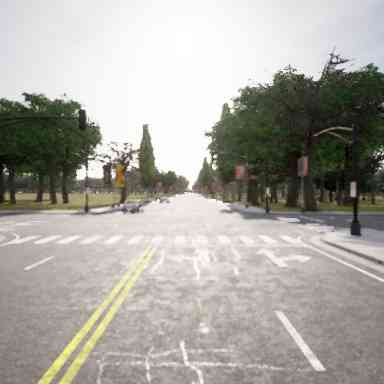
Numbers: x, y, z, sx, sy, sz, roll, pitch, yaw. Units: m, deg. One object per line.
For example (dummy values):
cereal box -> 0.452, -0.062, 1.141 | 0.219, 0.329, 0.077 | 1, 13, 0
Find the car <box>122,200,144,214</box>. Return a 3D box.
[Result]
car -> -6.503, 1.633, 36.956 | 2.128, 1.511, 4.902 | 0, 0, 0

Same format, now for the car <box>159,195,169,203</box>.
car -> -6.504, 1.629, 78.082 | 2.150, 2.045, 5.566 | 0, -1, 0
